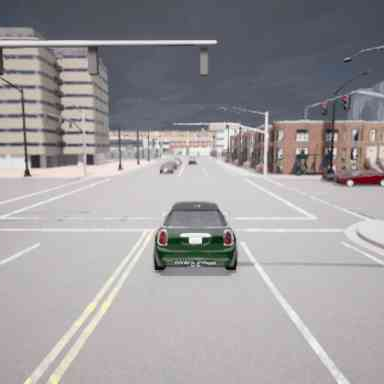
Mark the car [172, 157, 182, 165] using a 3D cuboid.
[{"bbox_3d":[-3.427,-7.200,76.485,2.097,1.767,4.553,0,7,0],"label":"car"}]

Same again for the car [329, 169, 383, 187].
[{"bbox_3d":[16.011,-1.347,31.105,5.008,1.535,1.882,0,7,0],"label":"car"}]

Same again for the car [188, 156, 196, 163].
[{"bbox_3d":[0.084,-8.692,88.301,2.097,1.767,4.553,0,7,0],"label":"car"}]

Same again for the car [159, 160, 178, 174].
[{"bbox_3d":[-3.568,-3.429,47.711,2.128,1.511,4.902,0,7,1],"label":"car"}]

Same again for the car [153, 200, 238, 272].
[{"bbox_3d":[0.094,1.016,10.043,2.097,1.767,4.553,0,4,0],"label":"car"}]

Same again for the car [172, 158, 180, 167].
[{"bbox_3d":[-3.526,-4.626,57.078,1.882,1.535,5.008,0,7,0],"label":"car"}]

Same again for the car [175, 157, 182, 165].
[{"bbox_3d":[-3.448,-5.755,66.400,1.812,1.442,4.674,0,7,1],"label":"car"}]

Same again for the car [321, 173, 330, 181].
[{"bbox_3d":[16.353,-1.717,34.592,5.357,1.411,2.033,0,7,0],"label":"car"}]

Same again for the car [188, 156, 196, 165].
[{"bbox_3d":[0.073,-6.931,76.274,1.895,1.301,4.718,0,7,0],"label":"car"}]
